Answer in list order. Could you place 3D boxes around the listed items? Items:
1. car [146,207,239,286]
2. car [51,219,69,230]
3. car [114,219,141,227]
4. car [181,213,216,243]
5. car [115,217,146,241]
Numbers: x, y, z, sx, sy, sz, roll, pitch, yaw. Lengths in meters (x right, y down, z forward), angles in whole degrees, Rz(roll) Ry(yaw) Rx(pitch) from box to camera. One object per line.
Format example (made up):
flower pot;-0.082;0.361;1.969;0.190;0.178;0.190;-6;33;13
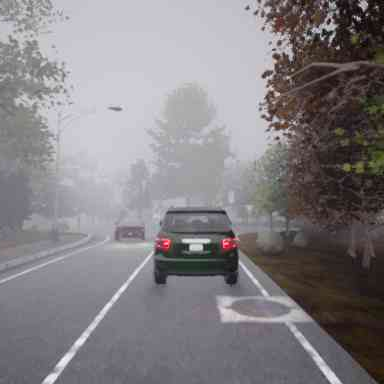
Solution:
car;0.115;1.487;10.334;2.150;2.045;5.566;0;-2;0
car;-17.293;4.260;43.442;1.837;1.490;4.892;1;-5;-28
car;-12.614;6.024;65.234;4.892;1.490;1.837;3;-6;-33
car;0.544;2.267;21.986;2.097;1.767;4.553;0;-4;4
car;-4.108;2.436;22.604;1.882;1.535;5.008;1;-4;-9
